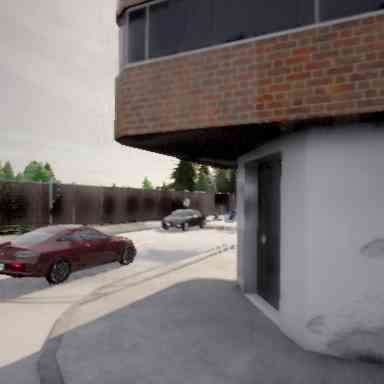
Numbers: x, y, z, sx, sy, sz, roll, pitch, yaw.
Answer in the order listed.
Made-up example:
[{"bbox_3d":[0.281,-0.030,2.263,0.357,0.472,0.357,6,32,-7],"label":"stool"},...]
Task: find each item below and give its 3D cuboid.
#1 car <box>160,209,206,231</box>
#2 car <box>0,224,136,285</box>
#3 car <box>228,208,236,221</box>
[{"bbox_3d":[-0.541,2.078,25.286,1.837,1.490,4.892,0,-1,27],"label":"car"},{"bbox_3d":[-3.639,1.721,10.210,1.812,1.442,4.674,0,-1,27],"label":"car"},{"bbox_3d":[5.634,2.401,37.345,1.882,1.535,5.008,0,-1,27],"label":"car"}]
